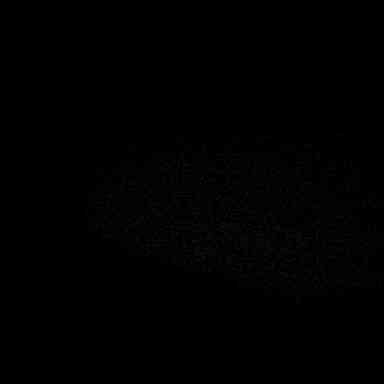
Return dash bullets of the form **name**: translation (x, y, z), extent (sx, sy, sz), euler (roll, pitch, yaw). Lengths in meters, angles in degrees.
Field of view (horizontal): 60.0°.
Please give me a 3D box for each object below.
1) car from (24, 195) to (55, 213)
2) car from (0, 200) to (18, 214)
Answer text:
- **car**: translation (-18.005, 1.358, 39.547), extent (2.150, 2.045, 5.566), euler (0, 0, -7)
- **car**: translation (-21.161, 1.575, 37.086), extent (1.882, 1.535, 5.008), euler (0, 0, -9)
